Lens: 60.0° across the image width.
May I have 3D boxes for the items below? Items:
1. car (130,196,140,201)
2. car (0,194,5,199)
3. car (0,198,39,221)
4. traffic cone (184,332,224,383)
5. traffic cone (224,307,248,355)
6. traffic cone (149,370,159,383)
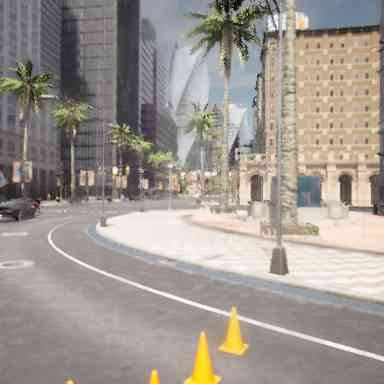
[{"bbox_3d":[-15.905,1.814,92.859,2.161,1.482,4.786,0,0,8],"label":"car"},{"bbox_3d":[-17.741,1.422,34.074,2.097,1.767,4.553,0,0,8],"label":"car"},{"bbox_3d":[-14.350,1.518,27.306,1.837,1.490,4.892,0,0,-2],"label":"car"},{"bbox_3d":[0.127,1.978,3.991,0.340,0.580,0.340,0,0,29],"label":"traffic cone"},{"bbox_3d":[0.609,1.986,4.867,0.340,0.580,0.340,0,0,29],"label":"traffic cone"},{"bbox_3d":[-0.355,1.970,3.115,0.340,0.580,0.340,0,0,29],"label":"traffic cone"}]
